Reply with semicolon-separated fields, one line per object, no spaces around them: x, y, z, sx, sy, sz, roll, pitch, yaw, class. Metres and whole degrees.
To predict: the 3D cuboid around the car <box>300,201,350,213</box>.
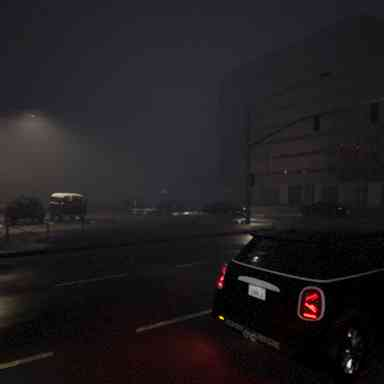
12.342;1.568;30.950;1.812;1.442;4.674;0;0;-35;car

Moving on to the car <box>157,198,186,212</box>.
-2.525;1.572;39.464;1.812;1.442;4.674;0;0;-36;car

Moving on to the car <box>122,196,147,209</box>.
-8.287;1.398;47.579;2.097;1.767;4.553;0;0;-35;car

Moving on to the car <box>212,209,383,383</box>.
2.601;1.350;5.658;4.553;1.767;2.097;0;0;-35;car

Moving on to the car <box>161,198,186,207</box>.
-2.889;1.607;52.393;1.994;1.385;4.181;0;0;-35;car

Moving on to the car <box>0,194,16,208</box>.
-31.720;1.205;56.462;1.932;1.855;4.605;0;0;-35;car

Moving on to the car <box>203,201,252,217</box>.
3.168;1.594;31.431;2.033;1.411;5.357;0;0;-35;car
